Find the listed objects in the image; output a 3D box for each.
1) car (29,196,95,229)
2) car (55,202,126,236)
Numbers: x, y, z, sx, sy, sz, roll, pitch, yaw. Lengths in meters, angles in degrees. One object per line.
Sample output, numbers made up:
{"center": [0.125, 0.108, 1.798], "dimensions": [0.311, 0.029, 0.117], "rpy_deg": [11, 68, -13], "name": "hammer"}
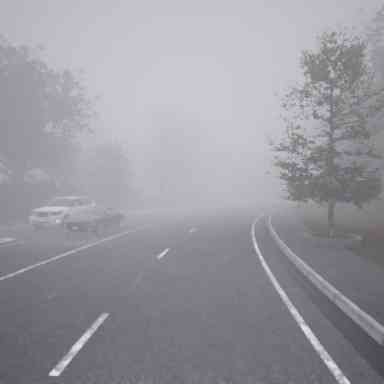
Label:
{"center": [-8.361, 1.304, 22.340], "dimensions": [2.150, 2.045, 5.566], "rpy_deg": [0, 0, 11], "name": "car"}
{"center": [-5.382, 1.529, 19.015], "dimensions": [1.882, 1.535, 5.008], "rpy_deg": [0, 0, 10], "name": "car"}
